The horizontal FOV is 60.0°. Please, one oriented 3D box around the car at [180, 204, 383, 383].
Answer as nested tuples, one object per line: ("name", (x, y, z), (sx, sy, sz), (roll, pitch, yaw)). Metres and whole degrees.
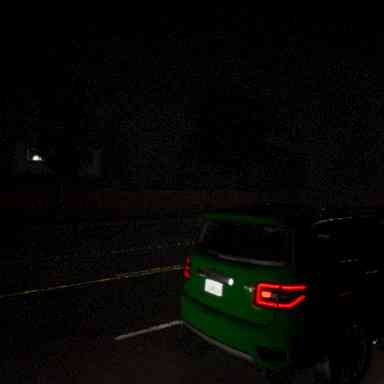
("car", (2.436, 1.223, 5.478), (5.566, 2.045, 2.150), (0, 0, -36))
